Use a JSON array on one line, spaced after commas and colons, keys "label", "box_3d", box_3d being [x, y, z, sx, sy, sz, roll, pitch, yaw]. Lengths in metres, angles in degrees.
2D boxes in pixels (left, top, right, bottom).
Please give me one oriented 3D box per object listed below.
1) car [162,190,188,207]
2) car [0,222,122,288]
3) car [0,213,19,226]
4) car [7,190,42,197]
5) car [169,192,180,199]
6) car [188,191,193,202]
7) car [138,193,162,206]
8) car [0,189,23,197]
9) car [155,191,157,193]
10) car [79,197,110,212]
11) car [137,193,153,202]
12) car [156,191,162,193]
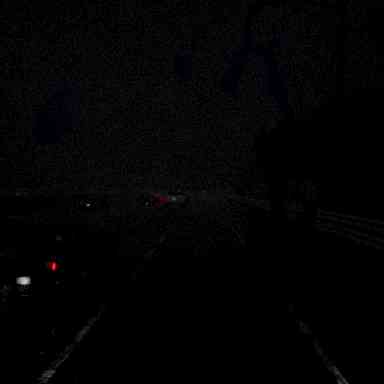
[{"label": "car", "box_3d": [-2.009, 0.807, 41.855, 2.150, 2.045, 5.566, 1, 0, 2]}, {"label": "car", "box_3d": [-3.284, 1.472, 8.884, 1.895, 1.301, 4.718, 1, 1, 2]}, {"label": "car", "box_3d": [-6.724, 1.357, 10.487, 2.033, 1.411, 5.357, 1, 1, 2]}, {"label": "car", "box_3d": [-19.613, 0.870, 40.104, 1.837, 1.490, 4.892, 1, 0, 3]}, {"label": "car", "box_3d": [-4.084, 0.860, 79.082, 2.128, 1.511, 4.902, 1, 0, 2]}, {"label": "car", "box_3d": [-1.350, 0.949, 59.053, 1.882, 1.535, 5.008, 1, 0, 2]}, {"label": "car", "box_3d": [-5.455, 1.127, 43.467, 1.895, 1.301, 4.718, 1, 0, 2]}, {"label": "car", "box_3d": [-23.100, 0.664, 40.380, 2.097, 1.767, 4.553, 1, 1, 3]}, {"label": "car", "box_3d": [-7.657, 0.648, 77.170, 2.097, 1.767, 4.553, 1, 0, 2]}, {"label": "car", "box_3d": [-9.384, 1.135, 32.341, 1.994, 1.385, 4.181, 1, 1, 2]}, {"label": "car", "box_3d": [-8.346, 0.879, 59.310, 1.837, 1.490, 4.892, 1, 0, 2]}, {"label": "car", "box_3d": [-4.849, 0.986, 59.170, 1.994, 1.385, 4.181, 1, 0, 2]}]
